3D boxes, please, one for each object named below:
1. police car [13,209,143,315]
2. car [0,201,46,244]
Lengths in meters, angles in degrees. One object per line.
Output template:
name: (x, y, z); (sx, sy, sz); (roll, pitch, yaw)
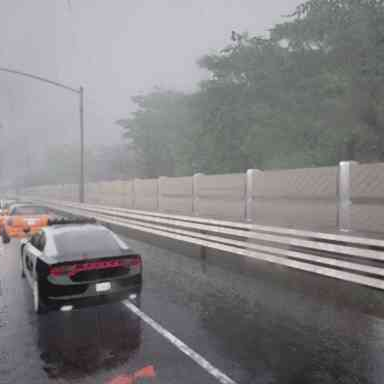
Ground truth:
police car: (-2.893, 1.429, 7.916); (1.930, 1.638, 5.238); (0, 0, -32)
car: (-8.111, 1.351, 16.280); (2.097, 1.767, 4.553); (0, 0, -32)
